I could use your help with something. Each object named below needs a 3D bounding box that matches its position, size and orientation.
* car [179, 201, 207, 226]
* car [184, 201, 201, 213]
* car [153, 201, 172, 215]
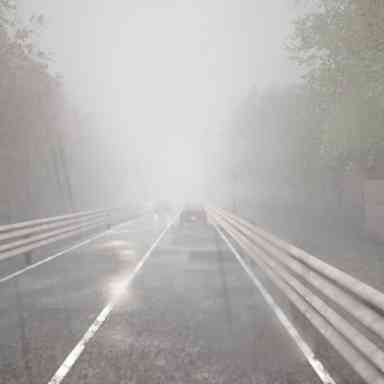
[{"bbox_3d":[0.090,1.608,24.455,1.882,1.535,5.008,0,-1,0],"label":"car"},{"bbox_3d":[0.094,1.881,43.054,2.128,1.511,4.902,0,-1,0],"label":"car"},{"bbox_3d":[-3.342,1.826,38.803,1.837,1.490,4.892,0,-1,0],"label":"car"}]
